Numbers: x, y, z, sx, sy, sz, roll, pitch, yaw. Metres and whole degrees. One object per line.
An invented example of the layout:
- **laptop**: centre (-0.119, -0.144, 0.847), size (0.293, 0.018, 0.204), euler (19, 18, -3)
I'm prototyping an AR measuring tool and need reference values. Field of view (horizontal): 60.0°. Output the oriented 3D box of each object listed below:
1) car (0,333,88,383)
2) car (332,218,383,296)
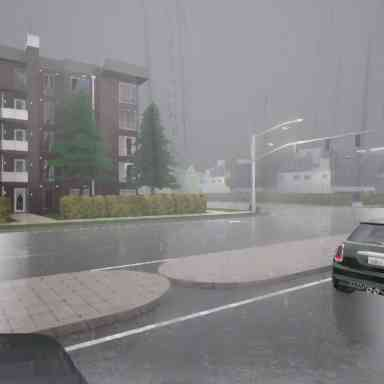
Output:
- **car**: centre (-3.164, 1.547, 1.492), size (5.357, 1.411, 2.033), euler (0, 0, -35)
- **car**: centre (5.272, 1.352, 7.629), size (4.553, 1.767, 2.097), euler (0, 0, -35)
